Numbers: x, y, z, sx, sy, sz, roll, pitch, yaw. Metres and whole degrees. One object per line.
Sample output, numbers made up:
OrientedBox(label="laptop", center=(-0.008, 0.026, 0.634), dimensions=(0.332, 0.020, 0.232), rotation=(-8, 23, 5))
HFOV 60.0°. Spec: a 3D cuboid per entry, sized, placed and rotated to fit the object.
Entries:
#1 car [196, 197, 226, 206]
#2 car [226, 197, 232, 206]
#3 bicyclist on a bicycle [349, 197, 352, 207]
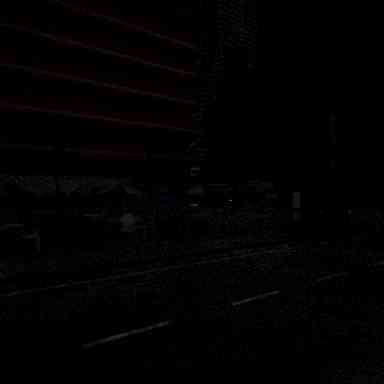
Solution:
OrientedBox(label="car", center=(2.987, 1.715, 58.058), dimensions=(2.033, 1.411, 5.357), rotation=(0, 0, -37))
OrientedBox(label="car", center=(5.788, 1.653, 60.157), dimensions=(2.128, 1.511, 4.902), rotation=(0, 0, -37))
OrientedBox(label="bicyclist on a bicycle", center=(23.208, 1.374, 49.219), dimensions=(1.656, 1.620, 0.582), rotation=(0, 0, -37))
